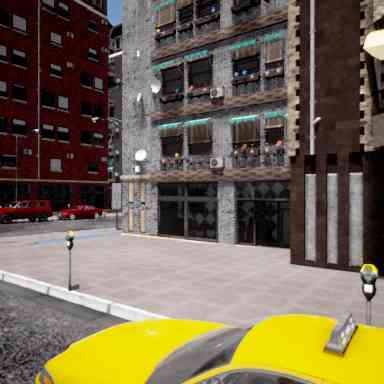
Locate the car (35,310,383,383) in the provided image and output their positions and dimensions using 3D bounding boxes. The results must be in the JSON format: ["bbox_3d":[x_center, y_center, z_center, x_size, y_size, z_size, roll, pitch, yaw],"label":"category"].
[{"bbox_3d":[0.767,1.526,2.328,4.829,1.417,1.752,0,0,36],"label":"car"}]

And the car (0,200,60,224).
[{"bbox_3d":[-14.118,1.617,27.628,2.192,1.841,5.009,-1,-2,35],"label":"car"}]

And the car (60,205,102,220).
[{"bbox_3d":[-10.821,1.950,32.266,1.887,1.381,4.507,-1,-2,35],"label":"car"}]
